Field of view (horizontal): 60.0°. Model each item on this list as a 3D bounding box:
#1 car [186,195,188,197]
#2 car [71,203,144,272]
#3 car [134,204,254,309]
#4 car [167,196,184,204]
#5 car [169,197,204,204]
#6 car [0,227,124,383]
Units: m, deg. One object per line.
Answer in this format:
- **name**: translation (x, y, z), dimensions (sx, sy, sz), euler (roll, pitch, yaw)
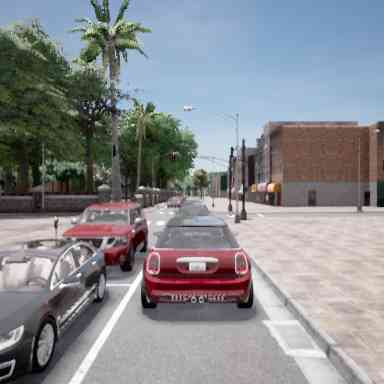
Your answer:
- **car**: translation (-2.641, 1.736, 77.544), dimensions (2.008, 1.369, 4.403), euler (0, 0, 0)
- **car**: translation (-2.639, 1.308, 10.953), dimensions (2.192, 1.841, 5.009), euler (0, 0, 0)
- **car**: translation (0.098, 1.346, 8.027), dimensions (2.097, 1.767, 4.553), euler (0, 0, 0)
- **car**: translation (-2.640, 1.499, 49.102), dimensions (1.967, 1.590, 4.097), euler (0, 0, 0)
- **car**: translation (0.075, 1.347, 17.802), dimensions (2.097, 1.767, 4.553), euler (0, 0, -1)
- **car**: translation (-2.638, 1.546, 5.489), dimensions (2.008, 1.369, 4.403), euler (0, 0, 0)
